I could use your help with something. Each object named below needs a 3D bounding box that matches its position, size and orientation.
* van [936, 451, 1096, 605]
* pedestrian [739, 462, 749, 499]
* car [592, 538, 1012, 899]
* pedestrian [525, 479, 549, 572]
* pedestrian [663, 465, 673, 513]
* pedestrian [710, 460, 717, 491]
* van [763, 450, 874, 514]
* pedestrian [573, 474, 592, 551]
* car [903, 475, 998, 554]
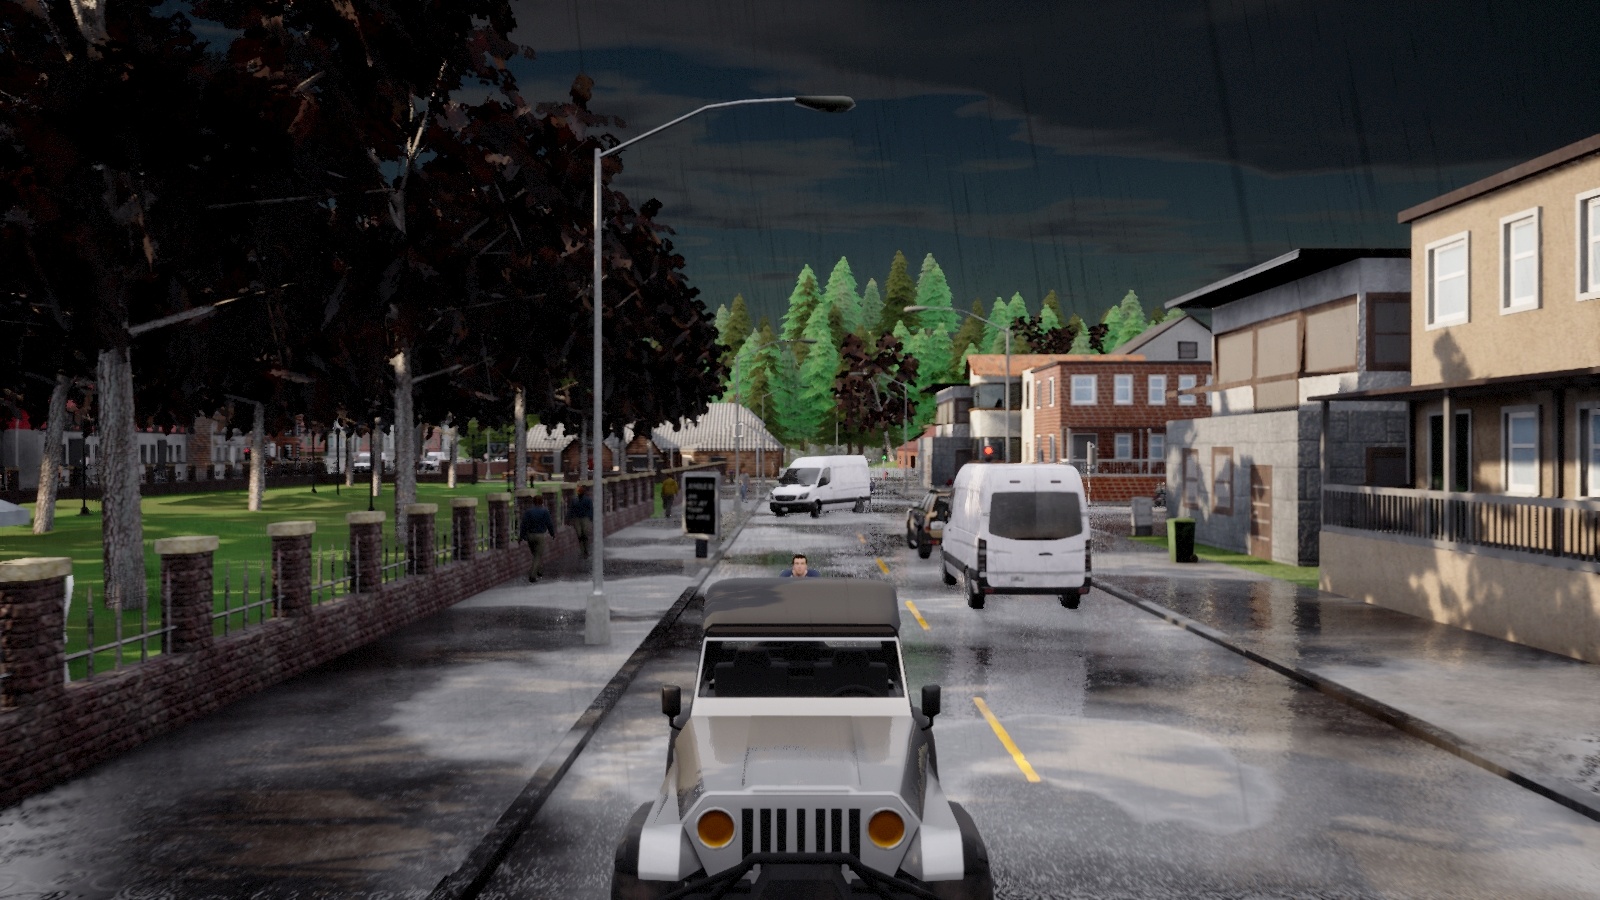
[{"bbox_3d":[3.977,1.315,22.150,1.988,2.561,5.915,0,0,0],"label":"van"},{"bbox_3d":[-2.819,1.525,57.480,0.375,1.860,0.375,0,0,22],"label":"pedestrian"},{"bbox_3d":[0.011,1.637,7.112,1.905,1.878,3.866,0,0,0],"label":"car"},{"bbox_3d":[-5.334,1.525,23.171,0.375,1.860,0.375,0,0,3],"label":"pedestrian"},{"bbox_3d":[-5.171,1.525,44.880,0.375,1.860,0.375,0,0,-4],"label":"pedestrian"},{"bbox_3d":[-5.170,1.525,68.174,0.375,1.860,0.375,0,0,-5],"label":"pedestrian"},{"bbox_3d":[0.882,1.314,48.838,1.988,2.561,5.915,-1,-1,31],"label":"van"},{"bbox_3d":[-5.334,1.525,28.039,0.375,1.860,0.375,0,0,1],"label":"pedestrian"},{"bbox_3d":[3.946,1.644,30.670,1.932,1.855,4.605,0,0,0],"label":"car"}]
